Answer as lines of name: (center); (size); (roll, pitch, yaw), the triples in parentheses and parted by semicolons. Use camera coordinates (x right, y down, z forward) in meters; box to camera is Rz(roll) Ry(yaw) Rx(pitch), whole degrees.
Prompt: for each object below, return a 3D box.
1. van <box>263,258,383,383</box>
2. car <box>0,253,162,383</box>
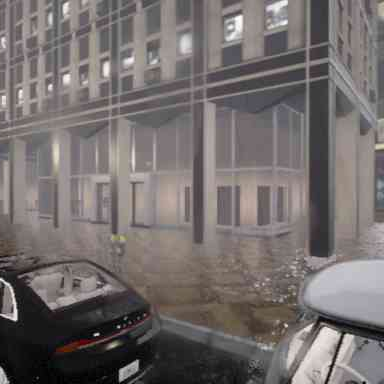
van: (2.195, 1.344, 1.310); (3.998, 1.788, 1.690); (0, 0, 36)
car: (-2.403, 1.538, 4.591); (4.403, 1.369, 2.008); (0, 0, 36)
